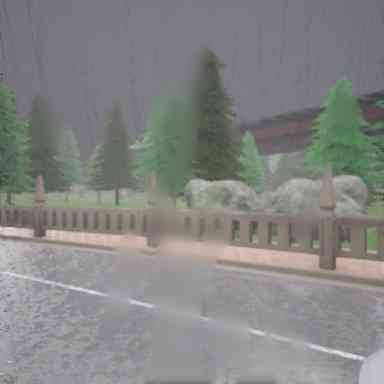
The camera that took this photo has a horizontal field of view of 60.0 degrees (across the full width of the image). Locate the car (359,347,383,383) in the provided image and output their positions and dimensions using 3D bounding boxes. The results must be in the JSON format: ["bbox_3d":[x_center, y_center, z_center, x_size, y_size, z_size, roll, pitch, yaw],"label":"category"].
[{"bbox_3d":[3.289,1.513,1.447,4.674,1.442,1.812,0,0,36],"label":"car"}]
